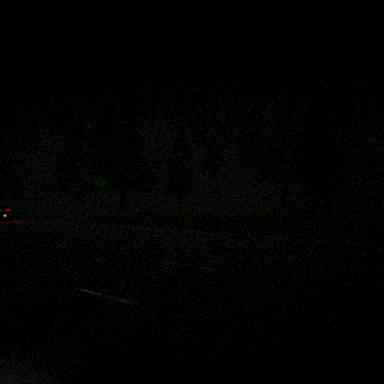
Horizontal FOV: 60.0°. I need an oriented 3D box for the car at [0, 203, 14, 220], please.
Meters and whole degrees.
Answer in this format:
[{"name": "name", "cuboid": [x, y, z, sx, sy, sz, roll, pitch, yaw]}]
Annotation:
[{"name": "car", "cuboid": [-17.304, 1.717, 28.794, 4.892, 1.490, 1.837, -1, 0, 35]}]
